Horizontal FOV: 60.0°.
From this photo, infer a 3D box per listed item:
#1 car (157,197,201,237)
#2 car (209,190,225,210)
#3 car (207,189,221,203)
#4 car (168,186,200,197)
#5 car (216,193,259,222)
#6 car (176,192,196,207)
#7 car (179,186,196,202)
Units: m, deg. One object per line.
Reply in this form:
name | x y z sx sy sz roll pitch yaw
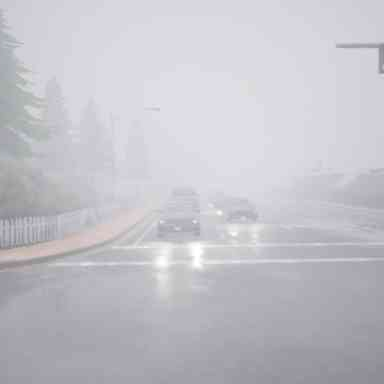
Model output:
car | -0.565 1.192 16.022 1.812 1.442 4.674 -1 1 1
car | 2.918 0.843 30.864 1.994 1.385 4.181 -1 1 1
car | 2.882 0.417 40.466 2.097 1.767 4.553 -1 1 0
car | -0.585 0.671 25.717 2.150 2.045 5.566 -1 1 0
car | 2.934 1.032 21.638 2.033 1.411 5.357 -1 1 0
car | -0.613 0.769 35.967 2.033 1.411 5.357 -1 1 0
car | -0.621 0.202 46.632 2.150 2.045 5.566 -1 2 0
